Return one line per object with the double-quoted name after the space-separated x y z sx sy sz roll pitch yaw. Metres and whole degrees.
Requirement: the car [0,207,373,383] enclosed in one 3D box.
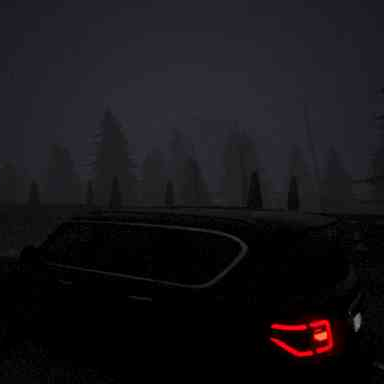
-0.716 1.223 4.504 5.566 2.045 2.150 0 0 36 "car"
